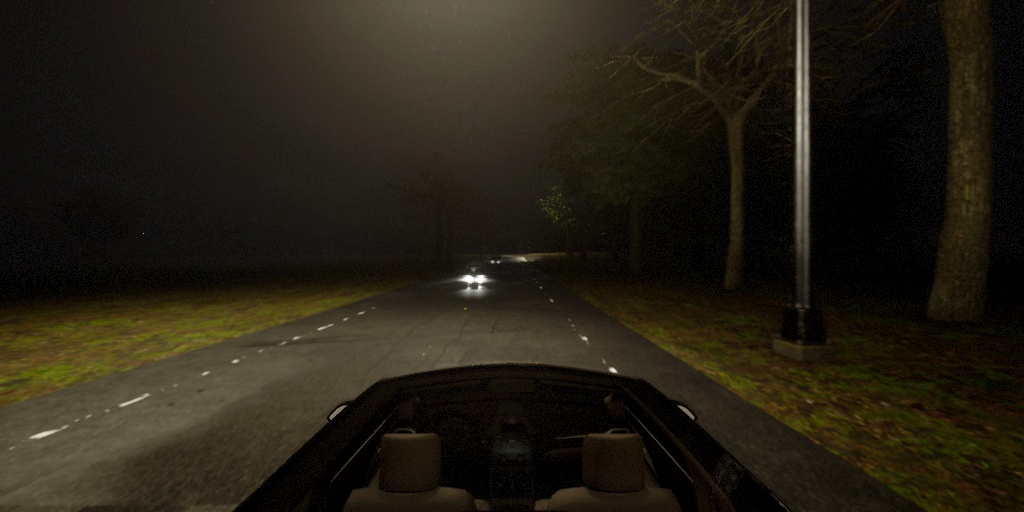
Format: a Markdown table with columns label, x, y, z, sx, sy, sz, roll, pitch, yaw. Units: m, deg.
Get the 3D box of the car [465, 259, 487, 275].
| label | x | y | z | sx | sy | sz | roll | pitch | yaw |
| --- | --- | --- | --- | --- | --- | --- | --- | --- | --- |
| car | -3.578 | 1.037 | 36.006 | 2.128 | 1.511 | 4.902 | 0 | 1 | 0 |
